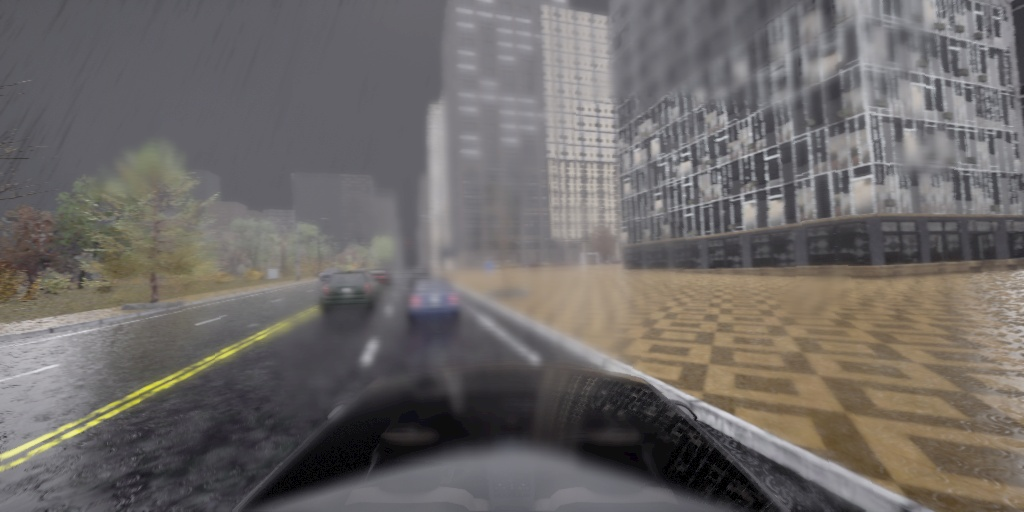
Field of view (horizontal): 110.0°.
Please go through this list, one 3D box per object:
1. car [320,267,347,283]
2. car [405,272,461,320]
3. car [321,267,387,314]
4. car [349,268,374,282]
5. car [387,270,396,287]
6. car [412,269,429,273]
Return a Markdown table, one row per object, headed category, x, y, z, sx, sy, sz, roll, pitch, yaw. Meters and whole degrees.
| category | x | y | z | sx | sy | sz | roll | pitch | yaw |
| --- | --- | --- | --- | --- | --- | --- | --- | --- | --- |
| car | -21.623 | 2.286 | 43.597 | 2.097 | 1.767 | 4.553 | -2 | -1 | -15 |
| car | -3.119 | 1.532 | 13.970 | 2.033 | 1.411 | 5.357 | -2 | -1 | -15 |
| car | -7.191 | 1.490 | 16.553 | 2.097 | 1.767 | 4.553 | -2 | -1 | -15 |
| car | -18.372 | 2.334 | 44.035 | 2.128 | 1.511 | 4.902 | -2 | -1 | -15 |
| car | -11.299 | 1.960 | 31.307 | 1.837 | 1.490 | 4.892 | -2 | 0 | -15 |
| car | -8.171 | 1.876 | 32.184 | 1.837 | 1.490 | 4.892 | -2 | 0 | -15 |
